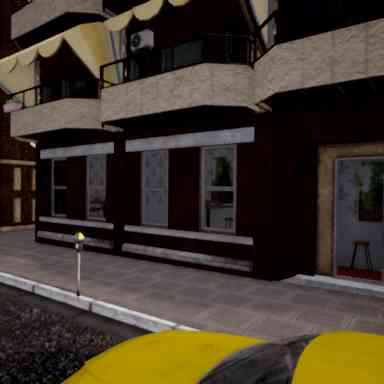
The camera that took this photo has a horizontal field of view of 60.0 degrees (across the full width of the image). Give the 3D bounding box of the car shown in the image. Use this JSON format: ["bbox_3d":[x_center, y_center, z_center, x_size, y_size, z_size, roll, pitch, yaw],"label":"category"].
[{"bbox_3d":[1.030,1.525,1.975,4.829,1.417,1.752,0,1,35],"label":"car"}]
